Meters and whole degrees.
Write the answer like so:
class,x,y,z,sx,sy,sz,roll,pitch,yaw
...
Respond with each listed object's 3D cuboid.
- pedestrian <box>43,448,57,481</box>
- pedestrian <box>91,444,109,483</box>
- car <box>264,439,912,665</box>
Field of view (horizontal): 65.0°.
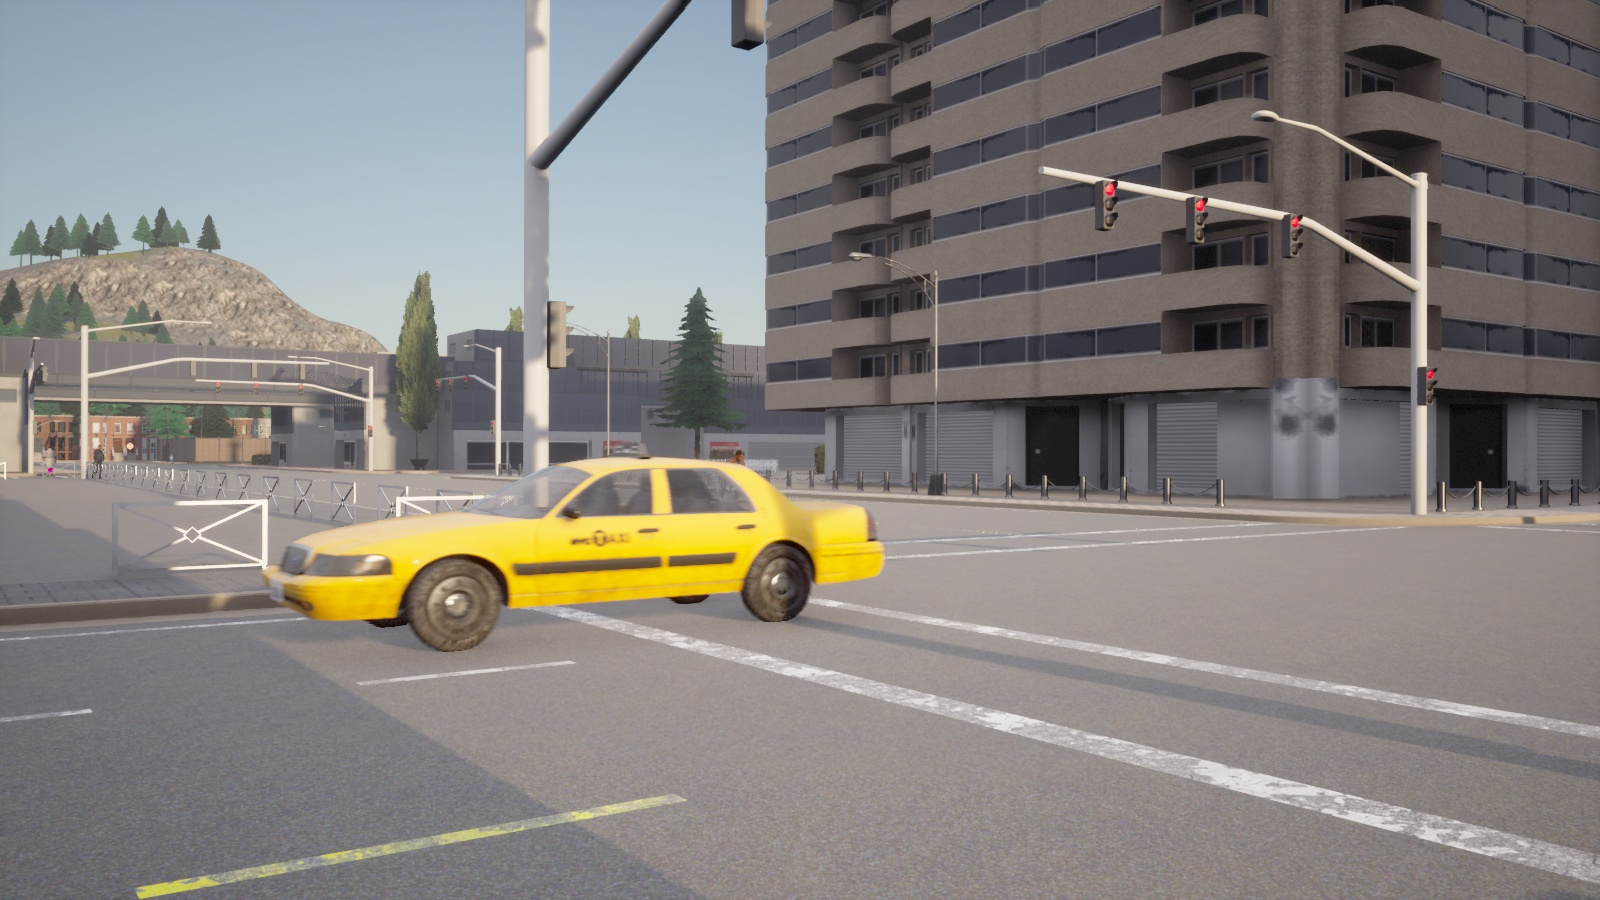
class,x,y,z,sx,sy,sz,roll,pitch,yaw
pedestrian,-44.445,0.858,74.438,0.659,1.952,0.873,0,0,-36
pedestrian,-35.834,0.692,64.276,0.788,1.949,0.423,0,0,22
car,-1.655,0.713,11.044,5.366,1.575,1.801,0,0,-35
